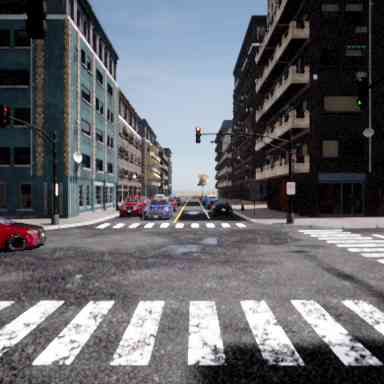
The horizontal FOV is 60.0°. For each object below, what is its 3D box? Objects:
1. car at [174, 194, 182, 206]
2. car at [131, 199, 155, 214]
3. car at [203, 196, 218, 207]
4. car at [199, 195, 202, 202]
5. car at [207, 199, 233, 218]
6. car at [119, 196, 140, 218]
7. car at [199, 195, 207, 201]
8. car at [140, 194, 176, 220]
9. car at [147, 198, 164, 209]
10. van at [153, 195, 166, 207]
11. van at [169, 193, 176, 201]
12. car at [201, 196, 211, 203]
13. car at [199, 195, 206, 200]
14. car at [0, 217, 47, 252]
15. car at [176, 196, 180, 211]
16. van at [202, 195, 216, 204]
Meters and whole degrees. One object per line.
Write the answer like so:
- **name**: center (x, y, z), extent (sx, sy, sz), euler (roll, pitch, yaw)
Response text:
- **car**: center (-2.643, 1.447, 52.580), extent (1.882, 1.535, 5.008), euler (0, 0, 1)
- **car**: center (-5.183, 1.528, 35.739), extent (1.887, 1.381, 4.507), euler (0, 0, 0)
- **car**: center (2.717, 1.561, 41.263), extent (1.802, 1.307, 4.206), euler (0, 0, 0)
- **car**: center (2.779, 1.405, 57.918), extent (1.967, 1.590, 4.097), euler (0, 0, 0)
- **car**: center (2.676, 1.553, 30.159), extent (1.947, 1.339, 4.313), euler (0, 0, 0)
- **car**: center (-5.204, 1.302, 30.187), extent (2.192, 1.841, 5.009), euler (0, 0, 0)
- **car**: center (2.881, 1.480, 85.679), extent (1.887, 1.381, 4.507), euler (0, 0, 0)
- **car**: center (-2.774, 1.341, 28.098), extent (2.097, 1.767, 4.553), euler (0, 0, 1)
- **car**: center (-5.142, 1.519, 46.843), extent (1.887, 1.381, 4.507), euler (0, 0, 0)
- **van**: center (-5.122, 1.311, 52.395), extent (1.690, 1.788, 3.998), euler (0, 0, 0)
- **van**: center (-4.998, 1.276, 85.707), extent (1.690, 1.788, 3.998), euler (0, 0, 0)
- **car**: center (2.820, 1.505, 69.023), extent (2.008, 1.369, 4.403), euler (0, 0, 0)
- **car**: center (2.902, 1.473, 91.231), extent (1.887, 1.381, 4.507), euler (0, 0, 0)
- **car**: center (-8.201, 1.644, 13.462), extent (4.181, 1.385, 1.994), euler (-1, 0, -13)
- **car**: center (-2.708, 1.459, 38.415), extent (1.882, 1.535, 5.008), euler (0, 0, 0)
- **van**: center (2.739, 1.316, 46.815), extent (1.690, 1.788, 3.998), euler (0, 0, 0)
